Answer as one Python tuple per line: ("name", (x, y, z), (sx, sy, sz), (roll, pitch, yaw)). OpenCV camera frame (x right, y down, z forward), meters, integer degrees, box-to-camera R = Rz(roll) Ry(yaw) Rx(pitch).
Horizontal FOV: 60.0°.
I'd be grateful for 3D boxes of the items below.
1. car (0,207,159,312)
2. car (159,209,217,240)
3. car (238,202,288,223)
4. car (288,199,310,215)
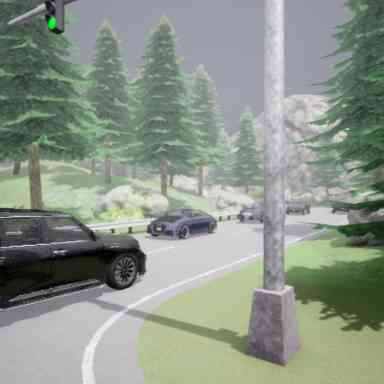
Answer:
("car", (-3.403, 1.338, 6.812), (2.150, 2.045, 5.566), (0, -1, 35))
("car", (-0.418, 1.571, 17.368), (1.994, 1.385, 4.181), (0, 0, 35))
("car", (5.280, 1.499, 25.519), (2.128, 1.511, 4.902), (0, 0, 35))
("car", (10.919, 1.512, 34.039), (1.837, 1.490, 4.892), (0, 0, 28))
